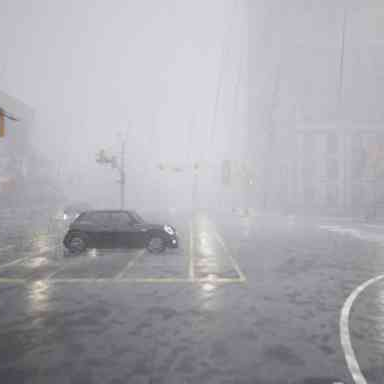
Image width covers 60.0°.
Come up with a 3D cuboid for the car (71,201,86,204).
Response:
[{"bbox_3d":[-15.044,1.972,44.008,1.882,1.535,5.008,0,-1,2],"label":"car"}]

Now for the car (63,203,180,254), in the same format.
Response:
[{"bbox_3d":[-2.779,1.494,13.709,4.553,1.767,2.097,0,-1,0],"label":"car"}]
